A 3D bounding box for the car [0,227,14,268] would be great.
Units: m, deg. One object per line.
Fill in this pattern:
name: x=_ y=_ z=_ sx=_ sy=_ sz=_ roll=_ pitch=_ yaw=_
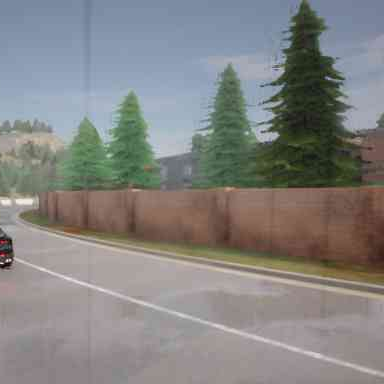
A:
car: x=-7.326 y=1.611 z=10.713 sx=4.892 sy=1.490 sz=1.837 roll=0 pitch=-1 yaw=44
